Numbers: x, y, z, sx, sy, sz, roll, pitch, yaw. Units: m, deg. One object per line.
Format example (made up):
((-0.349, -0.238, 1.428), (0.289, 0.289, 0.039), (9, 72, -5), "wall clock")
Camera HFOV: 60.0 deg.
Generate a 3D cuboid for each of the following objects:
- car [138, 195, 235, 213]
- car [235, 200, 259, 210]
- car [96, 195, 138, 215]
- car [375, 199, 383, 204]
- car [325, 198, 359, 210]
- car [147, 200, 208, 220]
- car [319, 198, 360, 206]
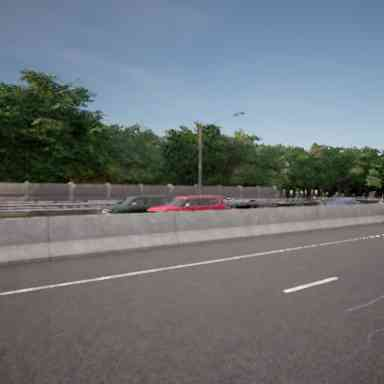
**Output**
((-0.223, 1.233, 21.027), (5.566, 2.045, 2.150), (0, 0, -35), "car")
((5.355, 1.626, 37.889), (4.718, 1.301, 1.895), (0, 0, -35), "car")
((-3.700, 1.232, 22.846), (5.566, 2.045, 2.150), (0, 0, -35), "car")
((22.040, 1.396, 36.840), (4.553, 1.767, 2.097), (0, 0, -35), "car")
((19.772, 1.557, 43.794), (4.892, 1.490, 1.837), (1, 0, -35), "car")
((-1.220, 1.507, 28.912), (4.902, 1.511, 2.128), (0, 0, -35), "car")
((17.009, 1.515, 37.580), (5.008, 1.535, 1.882), (0, 0, -35), "car")
